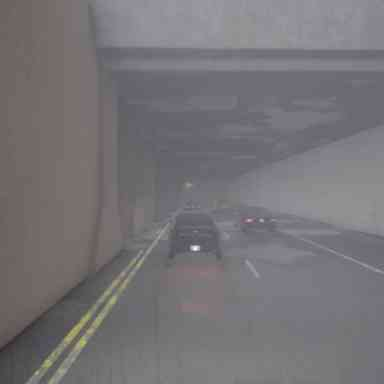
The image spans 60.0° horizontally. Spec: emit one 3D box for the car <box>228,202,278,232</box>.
[{"bbox_3d":[3.605,1.524,19.726,2.033,1.411,5.357,0,0,0],"label":"car"}]

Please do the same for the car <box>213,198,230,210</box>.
[{"bbox_3d":[3.611,1.430,39.722,1.882,1.535,5.008,0,0,0],"label":"car"}]

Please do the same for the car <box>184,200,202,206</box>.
[{"bbox_3d":[0.110,1.506,34.734,2.033,1.411,5.357,0,0,0],"label":"car"}]

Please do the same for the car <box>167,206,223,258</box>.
[{"bbox_3d":[0.104,1.490,12.762,1.837,1.490,4.892,0,0,0],"label":"car"}]
